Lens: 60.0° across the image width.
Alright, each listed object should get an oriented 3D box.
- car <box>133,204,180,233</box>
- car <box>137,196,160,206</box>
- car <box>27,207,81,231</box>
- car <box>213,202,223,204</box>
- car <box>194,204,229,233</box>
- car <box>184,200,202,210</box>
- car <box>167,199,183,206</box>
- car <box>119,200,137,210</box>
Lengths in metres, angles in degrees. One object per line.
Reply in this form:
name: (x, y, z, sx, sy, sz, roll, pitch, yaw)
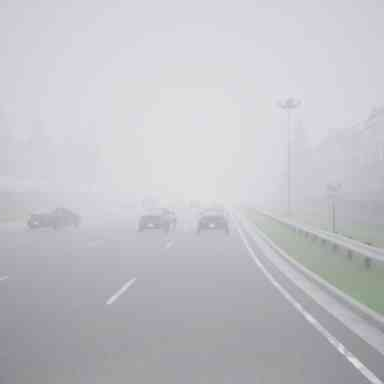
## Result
car: (-2.130, 1.722, 21.261, 1.812, 1.442, 4.674, 0, 0, 5)
car: (-6.519, 1.702, 52.323, 2.150, 2.045, 5.566, 0, -1, 5)
car: (-9.076, 1.717, 22.165, 1.812, 1.442, 4.674, 0, 0, 5)
car: (3.920, 2.080, 50.032, 1.895, 1.301, 4.718, 0, -1, 5)
car: (1.357, 1.727, 20.954, 1.812, 1.442, 4.674, 0, 0, 5)
car: (0.451, 1.980, 51.677, 2.128, 1.511, 4.902, 0, -1, 5)
car: (-2.999, 2.014, 52.398, 1.812, 1.442, 4.674, 0, -1, 5)
car: (-10.009, 2.023, 52.596, 2.033, 1.411, 5.357, 0, -1, 5)
